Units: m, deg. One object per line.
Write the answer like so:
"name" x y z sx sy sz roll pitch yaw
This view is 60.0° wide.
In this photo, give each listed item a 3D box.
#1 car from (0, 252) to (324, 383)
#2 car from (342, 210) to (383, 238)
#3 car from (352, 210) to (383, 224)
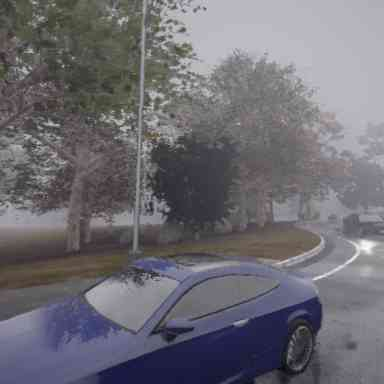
"car" -0.223 1.542 4.044 4.674 1.442 1.812 1 0 -38
"car" 11.651 2.156 22.314 1.882 1.535 5.008 2 -1 8
"car" 20.913 2.868 38.289 4.892 1.490 1.837 3 -3 -25
